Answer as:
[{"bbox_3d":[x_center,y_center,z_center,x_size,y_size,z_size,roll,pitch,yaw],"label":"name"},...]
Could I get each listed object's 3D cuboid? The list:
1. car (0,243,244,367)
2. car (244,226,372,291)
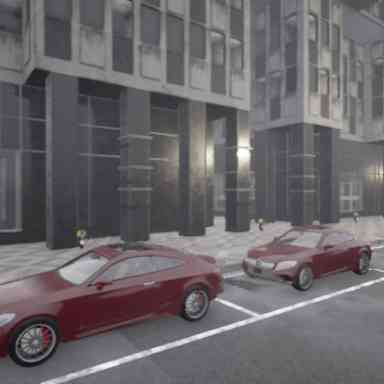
[{"bbox_3d":[-1.322,1.586,5.709,4.206,1.307,1.802,0,0,-36],"label":"car"},{"bbox_3d":[3.237,1.596,8.964,4.206,1.307,1.802,0,0,-36],"label":"car"}]
